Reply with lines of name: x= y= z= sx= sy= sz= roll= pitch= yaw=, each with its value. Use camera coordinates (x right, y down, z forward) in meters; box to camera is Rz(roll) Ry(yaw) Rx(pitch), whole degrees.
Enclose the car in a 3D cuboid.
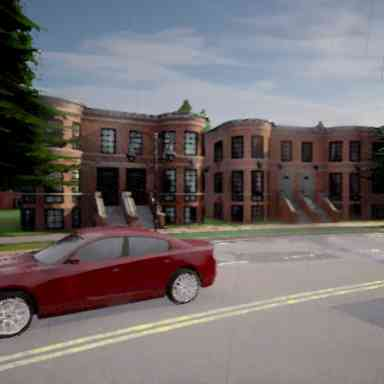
car: x=-1.837 y=1.457 z=6.628 sx=5.008 sy=1.535 sz=1.882 roll=0 pitch=0 yaw=-31
